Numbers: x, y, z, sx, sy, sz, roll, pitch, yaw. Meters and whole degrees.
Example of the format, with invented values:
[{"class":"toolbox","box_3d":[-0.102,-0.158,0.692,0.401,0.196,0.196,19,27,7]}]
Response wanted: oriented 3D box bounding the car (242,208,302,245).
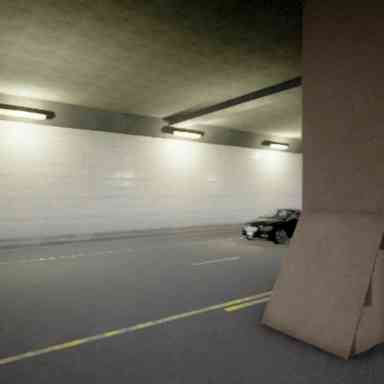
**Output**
[{"class":"car","box_3d":[4.500,1.531,15.780,4.902,1.511,2.128,0,0,-35]}]
